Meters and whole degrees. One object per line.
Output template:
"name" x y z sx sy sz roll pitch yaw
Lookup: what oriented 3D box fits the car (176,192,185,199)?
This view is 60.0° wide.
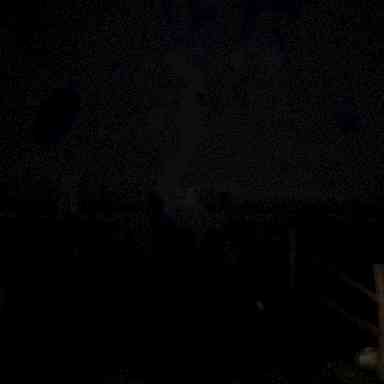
"car" -2.776 0.860 81.789 2.097 1.767 4.553 0 0 0
